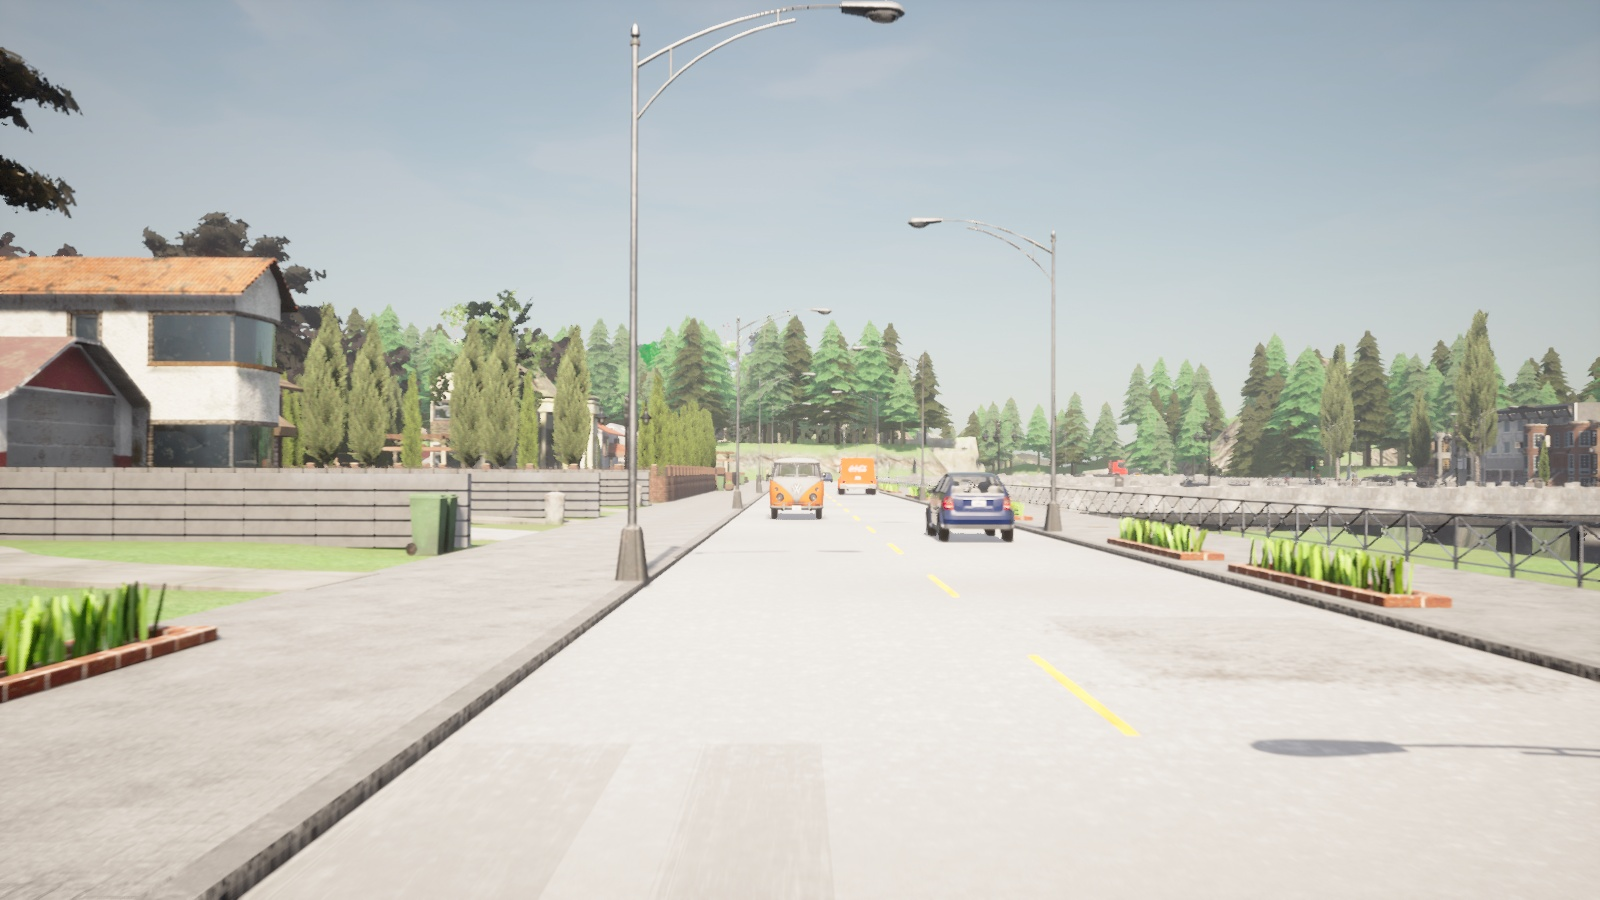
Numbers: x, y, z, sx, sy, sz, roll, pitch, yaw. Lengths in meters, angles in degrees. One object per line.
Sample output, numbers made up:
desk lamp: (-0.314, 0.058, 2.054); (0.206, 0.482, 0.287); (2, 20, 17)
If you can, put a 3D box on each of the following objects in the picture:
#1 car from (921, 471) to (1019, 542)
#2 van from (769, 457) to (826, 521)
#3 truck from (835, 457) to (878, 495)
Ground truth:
car: (3.931, 1.272, 29.554); (1.789, 1.549, 3.705); (0, -1, 0)
van: (-0.099, 1.263, 41.514); (1.775, 1.987, 4.442); (0, -1, 0)
truck: (3.798, 1.735, 84.972); (2.627, 2.467, 5.204); (0, -1, 0)
